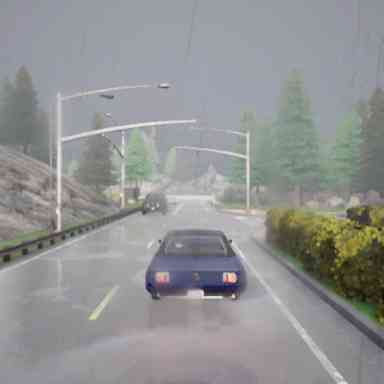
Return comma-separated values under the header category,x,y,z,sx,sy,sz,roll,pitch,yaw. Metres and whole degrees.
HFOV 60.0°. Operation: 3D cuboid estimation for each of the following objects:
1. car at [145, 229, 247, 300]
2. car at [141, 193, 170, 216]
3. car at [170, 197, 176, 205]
category,x,y,z,sx,sy,sz,roll,pitch,yaw
car,0.081,1.567,8.262,1.895,1.301,4.718,0,0,0
car,-3.517,1.094,31.841,2.150,2.045,5.566,0,0,-2
car,-3.568,1.392,52.047,1.895,1.301,4.718,0,0,0
